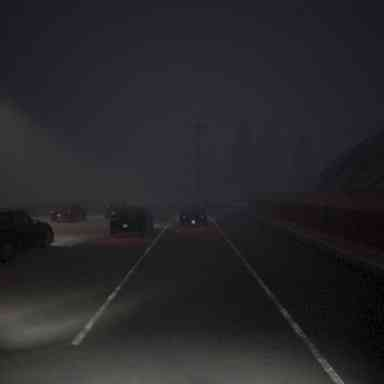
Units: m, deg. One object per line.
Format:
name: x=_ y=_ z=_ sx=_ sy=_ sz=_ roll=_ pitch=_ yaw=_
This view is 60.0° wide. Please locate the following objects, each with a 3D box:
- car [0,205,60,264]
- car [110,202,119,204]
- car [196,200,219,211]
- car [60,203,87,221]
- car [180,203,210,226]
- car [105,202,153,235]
car: x=-6.901 y=1.414 z=12.201 sx=2.097 sy=1.767 sz=4.553 roll=0 pitch=0 yaw=0
car: x=-6.903 y=1.653 z=31.664 sx=2.128 sy=1.511 sz=4.902 roll=0 pitch=0 yaw=0
car: x=1.664 y=1.735 z=41.102 sx=1.812 sy=1.442 sz=4.674 roll=-1 pitch=-1 yaw=31
car: x=-10.402 y=1.670 z=28.319 sx=1.812 sy=1.442 sz=4.674 roll=0 pitch=0 yaw=0
car: x=0.098 y=1.726 z=24.558 sx=1.895 sy=1.301 sz=4.718 roll=0 pitch=0 yaw=0
car: x=-3.401 y=1.577 z=19.419 sx=1.882 sy=1.535 sz=5.008 roll=0 pitch=0 yaw=0
